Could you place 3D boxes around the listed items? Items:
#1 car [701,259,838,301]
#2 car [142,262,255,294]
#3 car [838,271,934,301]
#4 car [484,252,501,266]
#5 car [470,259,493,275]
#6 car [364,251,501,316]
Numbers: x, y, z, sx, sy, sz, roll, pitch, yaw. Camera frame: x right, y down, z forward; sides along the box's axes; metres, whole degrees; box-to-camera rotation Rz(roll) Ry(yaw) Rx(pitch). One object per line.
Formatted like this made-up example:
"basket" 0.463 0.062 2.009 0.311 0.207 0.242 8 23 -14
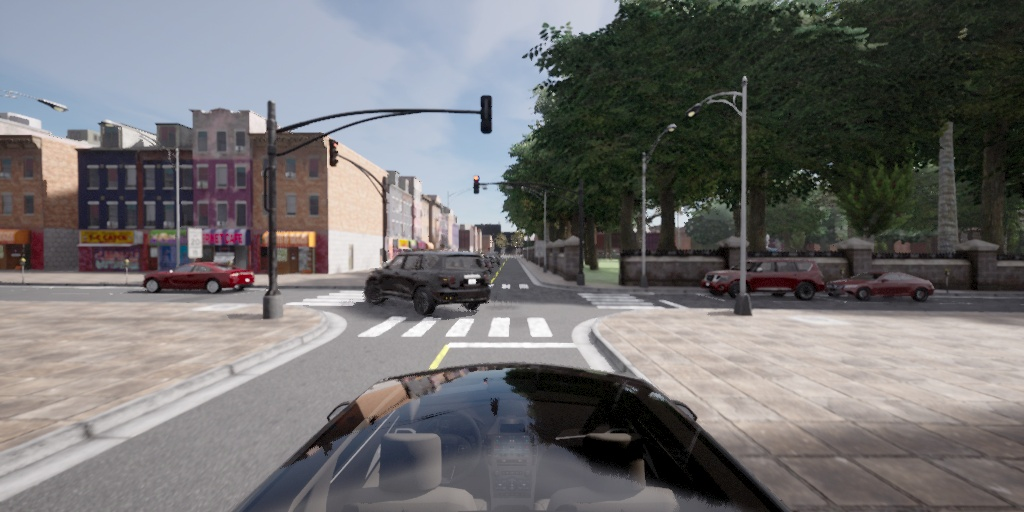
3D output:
"car" 11.709 1.039 16.850 5.009 1.841 2.192 0 0 0
"car" -14.719 0.983 16.933 4.507 1.381 1.888 0 0 0
"car" 17.157 1.370 16.833 4.207 1.307 1.802 0 0 0
"car" -2.836 0.382 53.304 2.150 2.045 5.566 0 0 0
"car" -2.854 0.987 34.552 1.895 1.301 4.718 0 1 0
"car" -3.211 0.847 13.077 5.566 2.045 2.150 1 0 43
